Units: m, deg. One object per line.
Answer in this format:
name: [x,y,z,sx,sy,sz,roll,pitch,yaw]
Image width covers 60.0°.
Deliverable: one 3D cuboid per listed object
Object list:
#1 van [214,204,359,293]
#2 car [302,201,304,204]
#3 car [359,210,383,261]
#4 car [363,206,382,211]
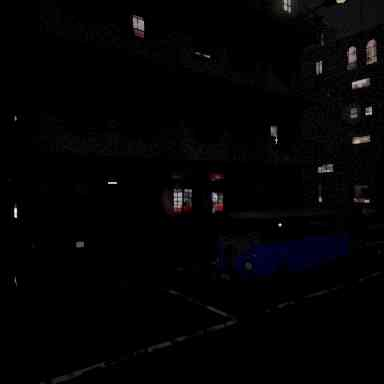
van: [2.392,1.338,8.546,3.998,1.788,1.690,0,-1,-37]
car: [11.562,1.351,40.949,1.887,1.381,4.507,-1,1,-37]
car: [6.823,1.546,11.936,4.403,1.369,2.008,0,-1,-37]
car: [15.564,1.577,24.939,1.895,1.301,4.718,0,1,-29]
